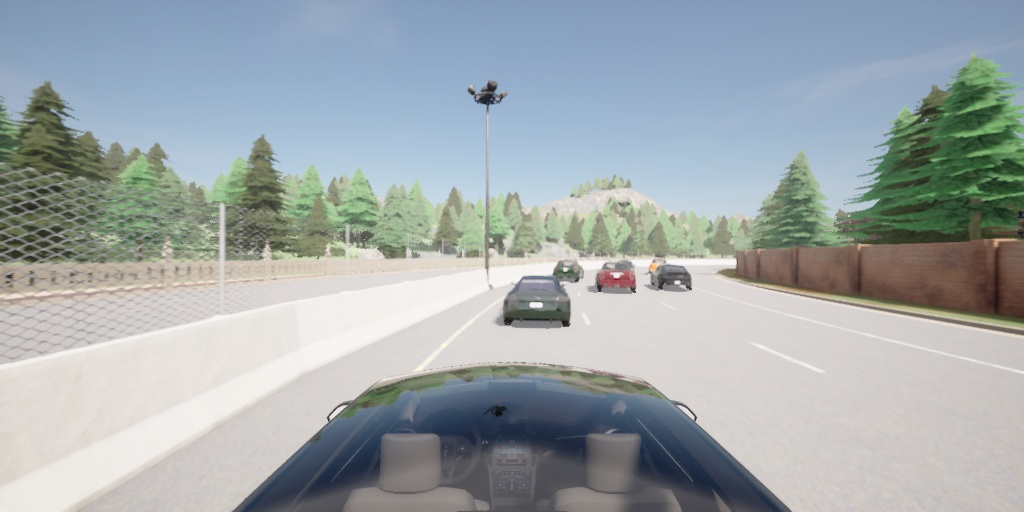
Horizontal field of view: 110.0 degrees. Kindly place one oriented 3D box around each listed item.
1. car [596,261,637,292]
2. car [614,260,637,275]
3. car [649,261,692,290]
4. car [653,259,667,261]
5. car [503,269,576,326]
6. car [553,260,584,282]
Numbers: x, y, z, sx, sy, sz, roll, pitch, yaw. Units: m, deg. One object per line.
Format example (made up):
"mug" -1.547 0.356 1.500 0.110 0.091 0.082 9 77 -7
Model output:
"car" 6.124 1.104 21.418 2.097 1.767 4.553 0 0 13
"car" 12.855 1.262 40.560 1.837 1.490 4.892 0 0 25
"car" 10.063 1.272 22.884 1.837 1.490 4.892 0 0 14
"car" 16.752 1.126 40.516 2.097 1.767 4.553 0 0 26
"car" 0.881 1.305 11.786 1.994 1.385 4.181 0 0 6
"car" 4.668 1.087 29.343 2.097 1.767 4.553 0 0 17
